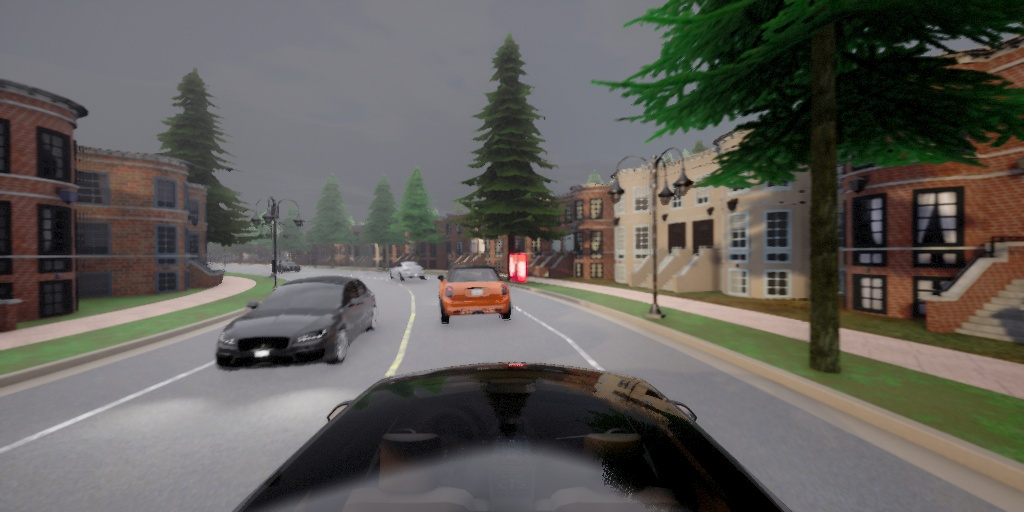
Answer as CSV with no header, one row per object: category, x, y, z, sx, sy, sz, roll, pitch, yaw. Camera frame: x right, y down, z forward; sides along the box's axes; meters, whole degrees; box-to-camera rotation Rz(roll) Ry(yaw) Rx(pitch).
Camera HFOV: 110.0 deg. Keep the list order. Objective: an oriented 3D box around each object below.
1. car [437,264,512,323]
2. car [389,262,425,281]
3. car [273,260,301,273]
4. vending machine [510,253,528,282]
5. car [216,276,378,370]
car,-1.433,1.047,12.275,2.097,1.767,4.553,-1,0,-12
car,-8.355,1.181,28.544,1.812,1.442,4.674,-1,0,-32
car,-26.691,1.240,42.327,4.892,1.490,1.837,-1,0,41
vending machine,0.458,0.803,23.881,1.100,2.100,0.880,0,0,-24
car,-4.290,1.254,7.960,1.837,1.490,4.892,0,0,-10
